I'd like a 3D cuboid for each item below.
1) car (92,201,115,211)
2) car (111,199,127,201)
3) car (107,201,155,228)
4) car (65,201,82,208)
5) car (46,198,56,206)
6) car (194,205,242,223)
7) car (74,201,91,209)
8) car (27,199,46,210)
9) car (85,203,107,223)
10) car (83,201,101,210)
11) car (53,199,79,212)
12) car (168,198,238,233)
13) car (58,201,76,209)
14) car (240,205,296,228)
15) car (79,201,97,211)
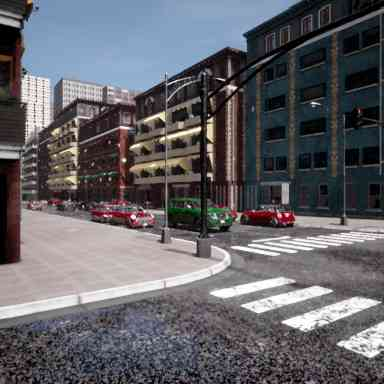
[{"bbox_3d":[-13.695,2.159,51.387,2.008,1.369,4.403,-1,0,-35],"label":"car"},{"bbox_3d":[-10.528,1.855,46.835,2.192,1.841,5.009,-1,0,-35],"label":"car"},{"bbox_3d":[-4.299,1.694,24.099,1.967,1.590,4.097,-1,0,-35],"label":"car"},{"bbox_3d":[-23.206,2.377,65.048,1.947,1.339,4.313,-1,0,-35],"label":"car"},{"bbox_3d":[-32.722,2.328,78.710,2.192,1.841,5.009,-1,0,-35],"label":"car"},{"bbox_3d":[2.161,1.849,28.623,1.802,1.307,4.206,-1,0,-35],"label":"car"},{"bbox_3d":[-20.036,2.326,60.495,1.802,1.307,4.206,-1,0,-35],"label":"car"},{"bbox_3d":[-26.493,2.171,55.975,1.967,1.590,4.097,-1,0,-35],"label":"car"},{"bbox_3d":[-7.468,1.904,28.653,1.802,1.307,4.206,-1,0,-35],"label":"car"},{"bbox_3d":[-16.865,2.258,55.941,1.802,1.307,4.206,-1,0,-35],"label":"car"},{"bbox_3d":[-18.694,2.178,49.276,1.994,1.385,4.181,0,-1,-34],"label":"car"},{"bbox_3d":[0.294,1.424,21.874,2.150,2.045,5.566,0,-1,-33],"label":"car"},{"bbox_3d":[-22.348,2.347,59.512,1.895,1.301,4.718,0,-1,-35],"label":"car"},{"bbox_3d":[5.333,1.639,24.072,1.967,1.590,4.097,-1,0,-35],"label":"car"},{"bbox_3d":[-15.972,2.136,50.358,1.812,1.442,4.674,0,-1,-35],"label":"car"}]
